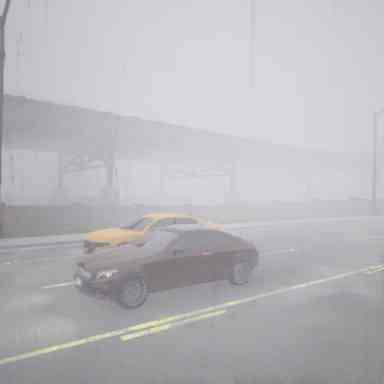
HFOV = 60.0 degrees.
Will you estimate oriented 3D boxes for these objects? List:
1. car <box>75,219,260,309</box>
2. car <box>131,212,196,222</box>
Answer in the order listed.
[{"bbox_3d":[-0.367,1.549,8.017,4.674,1.442,1.812,0,0,-35],"label":"car"},{"bbox_3d":[-1.224,1.509,11.702,5.008,1.535,1.882,0,0,-35],"label":"car"}]
